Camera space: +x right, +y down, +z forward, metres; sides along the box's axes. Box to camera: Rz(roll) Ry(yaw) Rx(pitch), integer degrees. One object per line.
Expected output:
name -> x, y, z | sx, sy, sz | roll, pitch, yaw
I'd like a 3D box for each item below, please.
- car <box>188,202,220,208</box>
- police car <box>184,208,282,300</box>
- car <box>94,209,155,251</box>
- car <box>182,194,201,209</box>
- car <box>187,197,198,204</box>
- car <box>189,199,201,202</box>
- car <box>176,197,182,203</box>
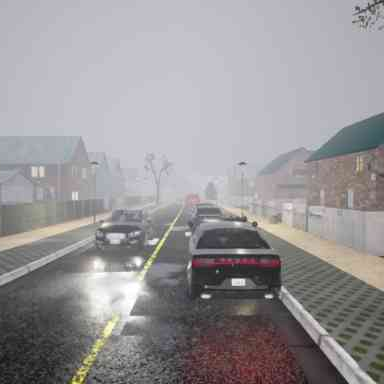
car -> 0.863, 1.512, 18.475 | 1.837, 1.490, 4.892 | 0, 0, 0
police car -> 0.842, 1.424, 8.584 | 1.930, 1.638, 5.238 | 0, 0, 0
car -> -2.720, 1.493, 14.249 | 2.128, 1.511, 4.902 | 0, 0, 0
car -> 0.132, 1.281, 46.789 | 2.150, 2.045, 5.566 | 0, 0, 1
car -> 0.137, 1.677, 66.015 | 2.033, 1.411, 5.357 | 0, 0, 0
car -> 0.875, 1.519, 24.476 | 1.837, 1.490, 4.892 | 0, 0, 0
car -> -2.590, 1.745, 76.898 | 1.994, 1.385, 4.181 | 0, 0, 0
